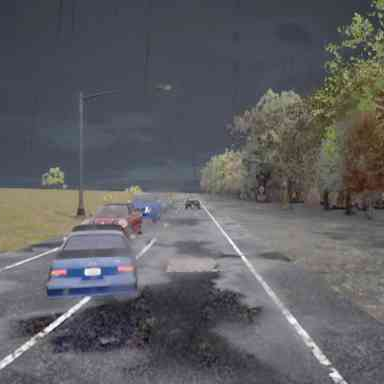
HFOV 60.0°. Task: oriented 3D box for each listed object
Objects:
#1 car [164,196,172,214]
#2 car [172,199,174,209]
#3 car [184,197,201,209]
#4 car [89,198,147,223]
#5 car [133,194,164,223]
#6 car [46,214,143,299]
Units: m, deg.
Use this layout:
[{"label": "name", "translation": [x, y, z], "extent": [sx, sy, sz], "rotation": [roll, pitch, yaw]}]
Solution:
[{"label": "car", "translation": [-3.585, 1.324, 35.496], "extent": [2.097, 1.767, 4.553], "rotation": [0, 0, 0]}, {"label": "car", "translation": [-3.581, 1.312, 45.503], "extent": [2.097, 1.767, 4.553], "rotation": [0, 0, 0]}, {"label": "car", "translation": [0.069, 1.468, 43.755], "extent": [1.837, 1.490, 4.892], "rotation": [0, 0, -1]}, {"label": "car", "translation": [-3.667, 1.341, 15.826], "extent": [2.097, 1.767, 4.553], "rotation": [0, 0, 1]}, {"label": "car", "translation": [-3.598, 1.203, 25.491], "extent": [2.150, 2.045, 5.566], "rotation": [0, 0, -1]}, {"label": "car", "translation": [-2.443, 1.542, 8.679], "extent": [2.033, 1.411, 5.357], "rotation": [0, 0, -13]}]
